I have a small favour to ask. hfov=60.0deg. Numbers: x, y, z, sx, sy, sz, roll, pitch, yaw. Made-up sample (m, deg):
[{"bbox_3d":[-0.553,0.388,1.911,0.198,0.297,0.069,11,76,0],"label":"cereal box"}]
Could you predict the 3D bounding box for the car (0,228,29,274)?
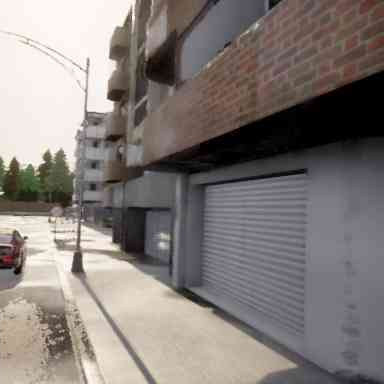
[{"bbox_3d":[-6.990,2.009,11.900,1.812,1.442,4.674,3,-4,-24],"label":"car"}]
